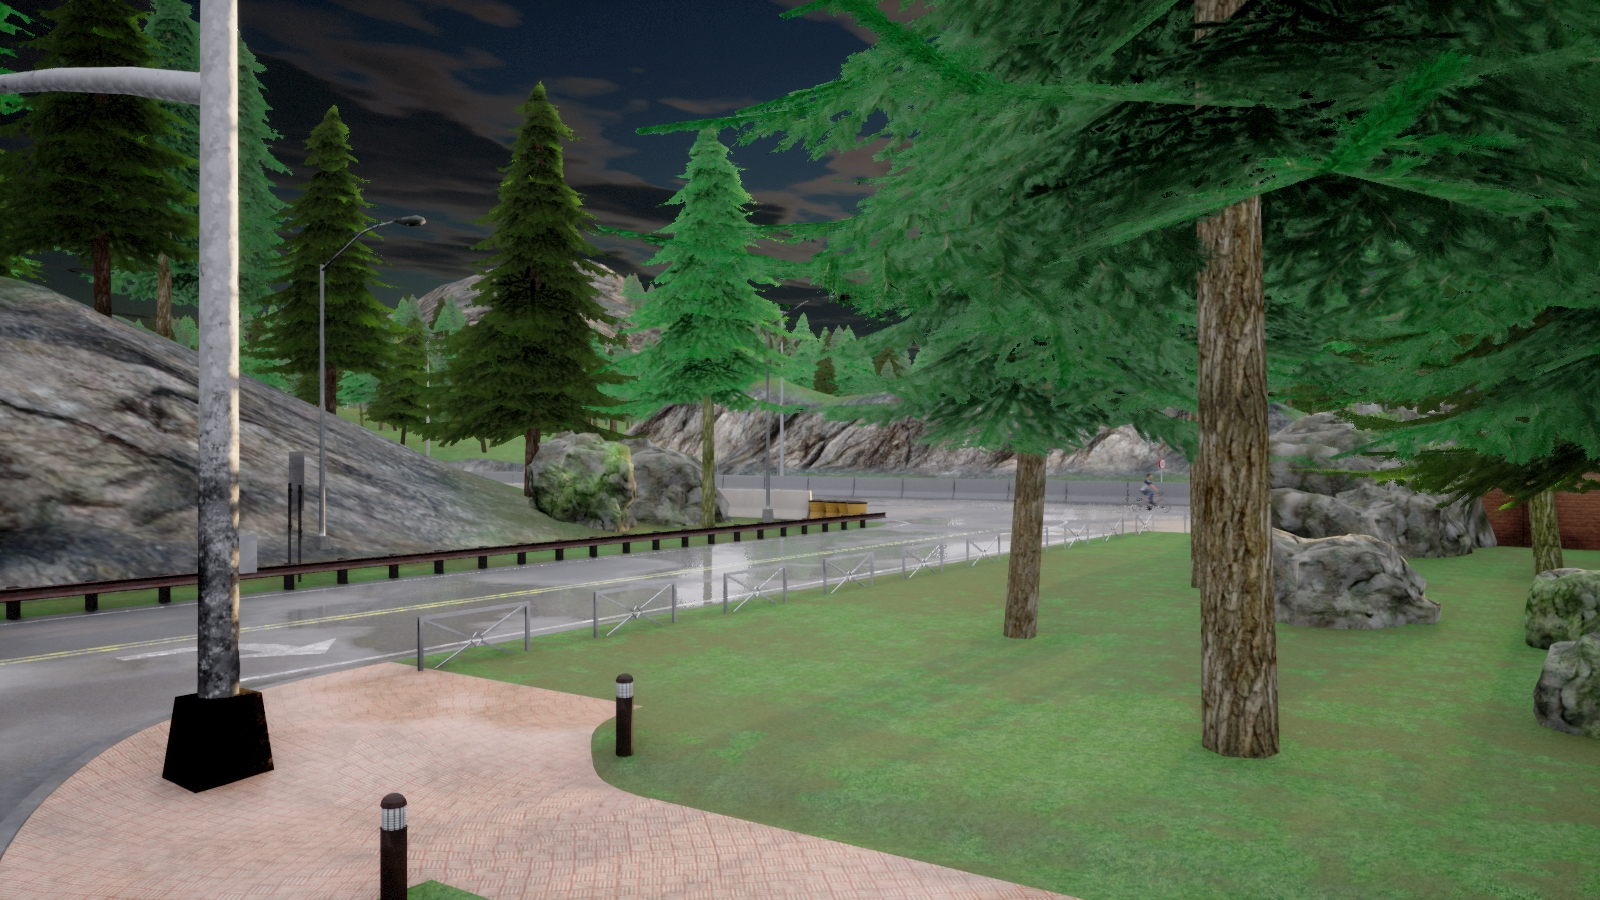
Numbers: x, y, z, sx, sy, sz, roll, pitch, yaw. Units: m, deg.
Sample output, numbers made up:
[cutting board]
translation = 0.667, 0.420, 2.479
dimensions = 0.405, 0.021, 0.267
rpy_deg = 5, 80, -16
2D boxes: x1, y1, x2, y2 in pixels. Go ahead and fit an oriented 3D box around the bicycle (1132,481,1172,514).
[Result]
[bicycle]
translation = 15.581, 2.097, 50.611
dimensions = 1.643, 1.414, 0.373
rpy_deg = 0, 0, 34
